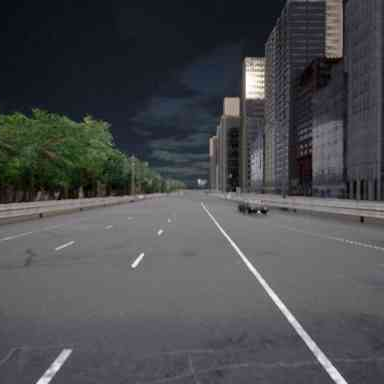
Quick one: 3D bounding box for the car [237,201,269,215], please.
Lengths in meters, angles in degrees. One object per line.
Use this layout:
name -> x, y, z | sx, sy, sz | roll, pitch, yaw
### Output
car -> 5.836, 1.541, 32.651 | 1.895, 1.301, 4.718 | 0, 0, -8
